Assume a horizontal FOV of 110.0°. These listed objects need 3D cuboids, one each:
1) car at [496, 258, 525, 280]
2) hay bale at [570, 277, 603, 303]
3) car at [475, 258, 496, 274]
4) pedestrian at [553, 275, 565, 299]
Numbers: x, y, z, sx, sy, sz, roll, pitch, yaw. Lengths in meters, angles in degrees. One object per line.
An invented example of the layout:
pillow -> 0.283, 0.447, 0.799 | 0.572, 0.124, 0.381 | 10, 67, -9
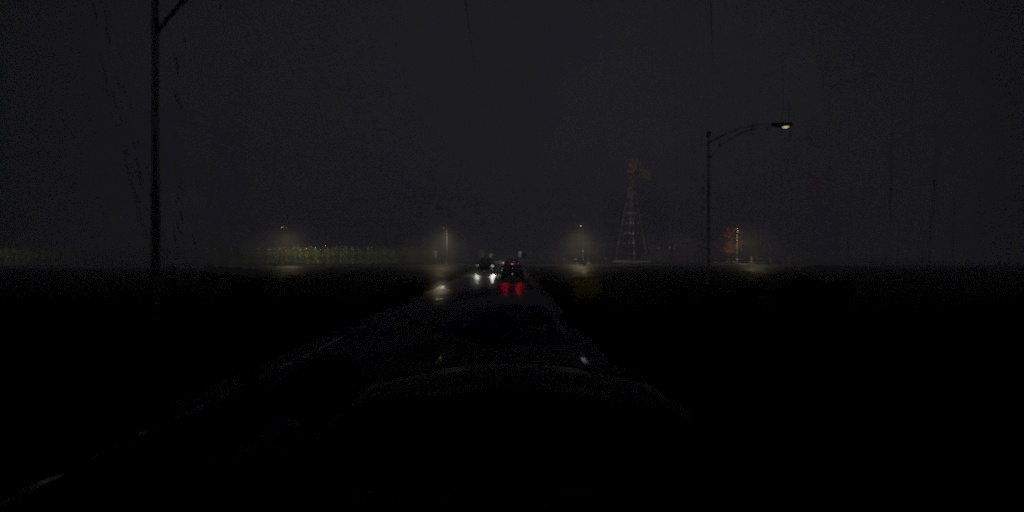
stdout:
car -> 0.068, 1.174, 30.065 | 2.128, 1.511, 4.902 | 0, 0, 0
hay bale -> 3.128, 1.375, 15.192 | 1.220, 1.180, 1.240 | 0, 0, 0
car -> -2.828, 1.004, 39.535 | 2.097, 1.767, 4.553 | 0, 0, 0
pedestrian -> 2.156, 1.390, 16.280 | 0.500, 1.100, 0.500 | -1, 1, 0
